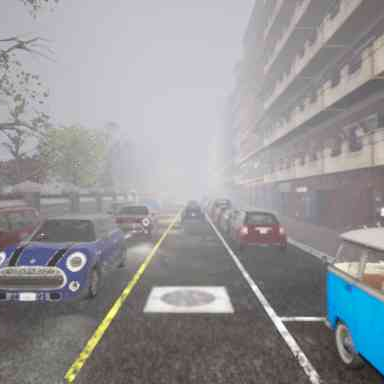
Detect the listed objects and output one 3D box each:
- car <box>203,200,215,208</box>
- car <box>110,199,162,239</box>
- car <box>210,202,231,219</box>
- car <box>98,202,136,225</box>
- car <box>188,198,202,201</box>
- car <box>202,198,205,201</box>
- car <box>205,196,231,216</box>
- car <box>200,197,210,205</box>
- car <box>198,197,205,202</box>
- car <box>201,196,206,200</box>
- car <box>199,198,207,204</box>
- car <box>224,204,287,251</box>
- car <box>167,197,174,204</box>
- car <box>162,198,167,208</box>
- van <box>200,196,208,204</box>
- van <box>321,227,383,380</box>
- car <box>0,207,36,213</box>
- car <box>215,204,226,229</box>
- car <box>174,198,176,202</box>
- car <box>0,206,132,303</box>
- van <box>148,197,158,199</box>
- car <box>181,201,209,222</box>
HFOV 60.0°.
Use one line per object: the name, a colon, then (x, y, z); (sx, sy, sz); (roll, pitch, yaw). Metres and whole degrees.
car: (2.690, 1.922, 53.862); (1.802, 1.307, 4.206); (0, 0, 0)
car: (-3.001, 1.456, 17.893); (2.097, 1.767, 4.553); (0, 0, 0)
car: (2.691, 1.697, 25.711); (1.887, 1.381, 4.507); (0, 0, 0)
car: (-5.689, 1.592, 25.713); (1.967, 1.590, 4.097); (0, 0, 0)
car: (0.095, 1.814, 46.628); (1.812, 1.442, 4.674); (0, 0, 0)
car: (2.690, 1.806, 42.602); (1.887, 1.381, 4.507); (0, 0, 0)
car: (2.692, 1.503, 31.343); (2.192, 1.841, 5.009); (0, 0, 0)
car: (2.690, 1.906, 70.752); (1.967, 1.590, 4.097); (0, 0, 0)
car: (2.690, 2.182, 93.273); (1.887, 1.381, 4.507); (0, 0, 0)
car: (2.691, 1.740, 48.232); (1.967, 1.590, 4.097); (0, 0, 0)
car: (2.689, 2.117, 82.012); (1.947, 1.339, 4.313); (0, 0, 0)
car: (2.692, 1.524, 14.452); (1.967, 1.590, 4.097); (0, 0, 0)
car: (-5.690, 2.032, 76.212); (1.752, 1.417, 4.829); (0, 0, 0)
car: (-5.690, 1.890, 53.861); (2.008, 1.369, 4.403); (0, 0, 0)
van: (2.690, 1.850, 76.383); (1.690, 1.788, 3.998); (0, 0, 0)
van: (2.693, 1.360, 3.193); (1.690, 1.788, 3.998); (0, 0, 0)
car: (-5.688, 1.365, 8.823); (2.192, 1.841, 5.009); (0, 0, 0)
car: (2.691, 1.669, 20.082); (2.008, 1.369, 4.403); (0, 0, 0)
car: (-5.691, 2.202, 93.273); (1.947, 1.339, 4.313); (0, 0, 0)
car: (-3.094, 1.401, 8.535); (2.097, 1.767, 4.553); (0, 0, 0)
van: (-5.690, 1.602, 42.603); (1.690, 1.788, 3.998); (0, 0, 0)
car: (0.101, 1.731, 27.900); (1.994, 1.385, 4.181); (0, 0, 0)
